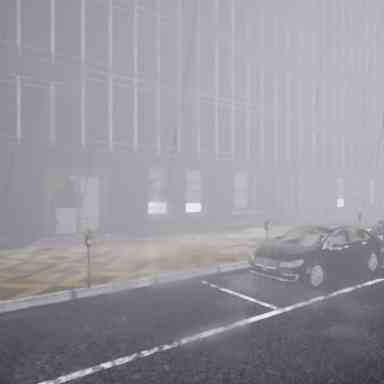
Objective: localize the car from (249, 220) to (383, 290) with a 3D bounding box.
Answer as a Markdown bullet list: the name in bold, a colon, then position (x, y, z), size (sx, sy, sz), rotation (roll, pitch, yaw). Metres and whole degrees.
- **car**: position (3.475, 1.559, 9.043), size (4.403, 1.369, 2.008), rotation (0, 0, -36)
